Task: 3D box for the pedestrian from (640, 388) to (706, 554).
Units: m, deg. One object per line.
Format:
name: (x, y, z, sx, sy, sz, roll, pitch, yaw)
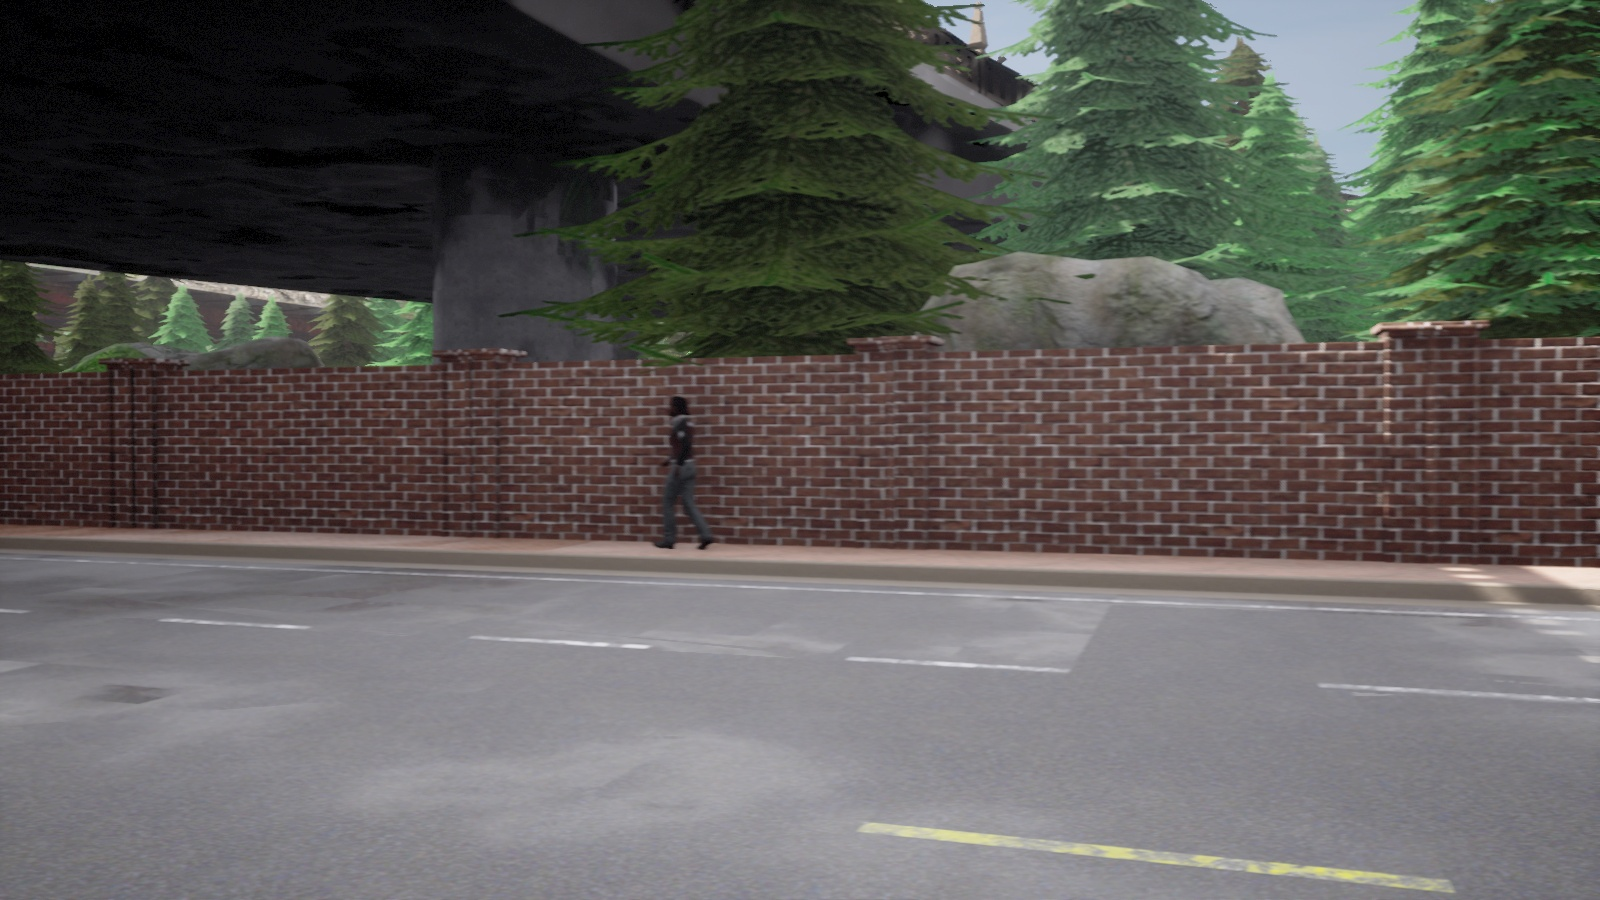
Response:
pedestrian: (-1.511, 0.240, 14.928, 0.666, 1.930, 0.402, 1, 1, 18)
